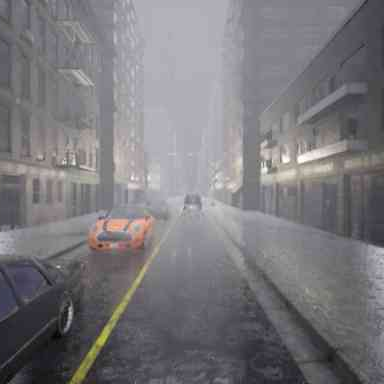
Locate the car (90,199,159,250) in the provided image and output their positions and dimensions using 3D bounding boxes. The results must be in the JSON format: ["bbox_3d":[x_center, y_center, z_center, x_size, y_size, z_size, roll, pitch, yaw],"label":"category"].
[{"bbox_3d":[-2.808,1.355,14.234,2.097,1.767,4.553,0,0,0],"label":"car"}]

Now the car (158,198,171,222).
[{"bbox_3d":[-2.805,1.356,26.325,2.097,1.767,4.553,0,0,0],"label":"car"}]

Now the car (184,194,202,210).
[{"bbox_3d":[0.102,1.230,43.722,2.150,2.045,5.566,0,0,0],"label":"car"}]

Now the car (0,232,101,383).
[{"bbox_3d":[-2.849,1.548,3.853,2.033,1.411,5.357,0,0,0],"label":"car"}]
